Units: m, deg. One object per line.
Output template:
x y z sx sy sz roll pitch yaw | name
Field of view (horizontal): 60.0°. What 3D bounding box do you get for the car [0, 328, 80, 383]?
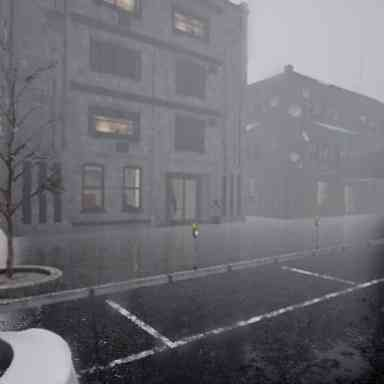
-2.810 1.519 1.365 4.674 1.442 1.812 0 0 -36 | car
